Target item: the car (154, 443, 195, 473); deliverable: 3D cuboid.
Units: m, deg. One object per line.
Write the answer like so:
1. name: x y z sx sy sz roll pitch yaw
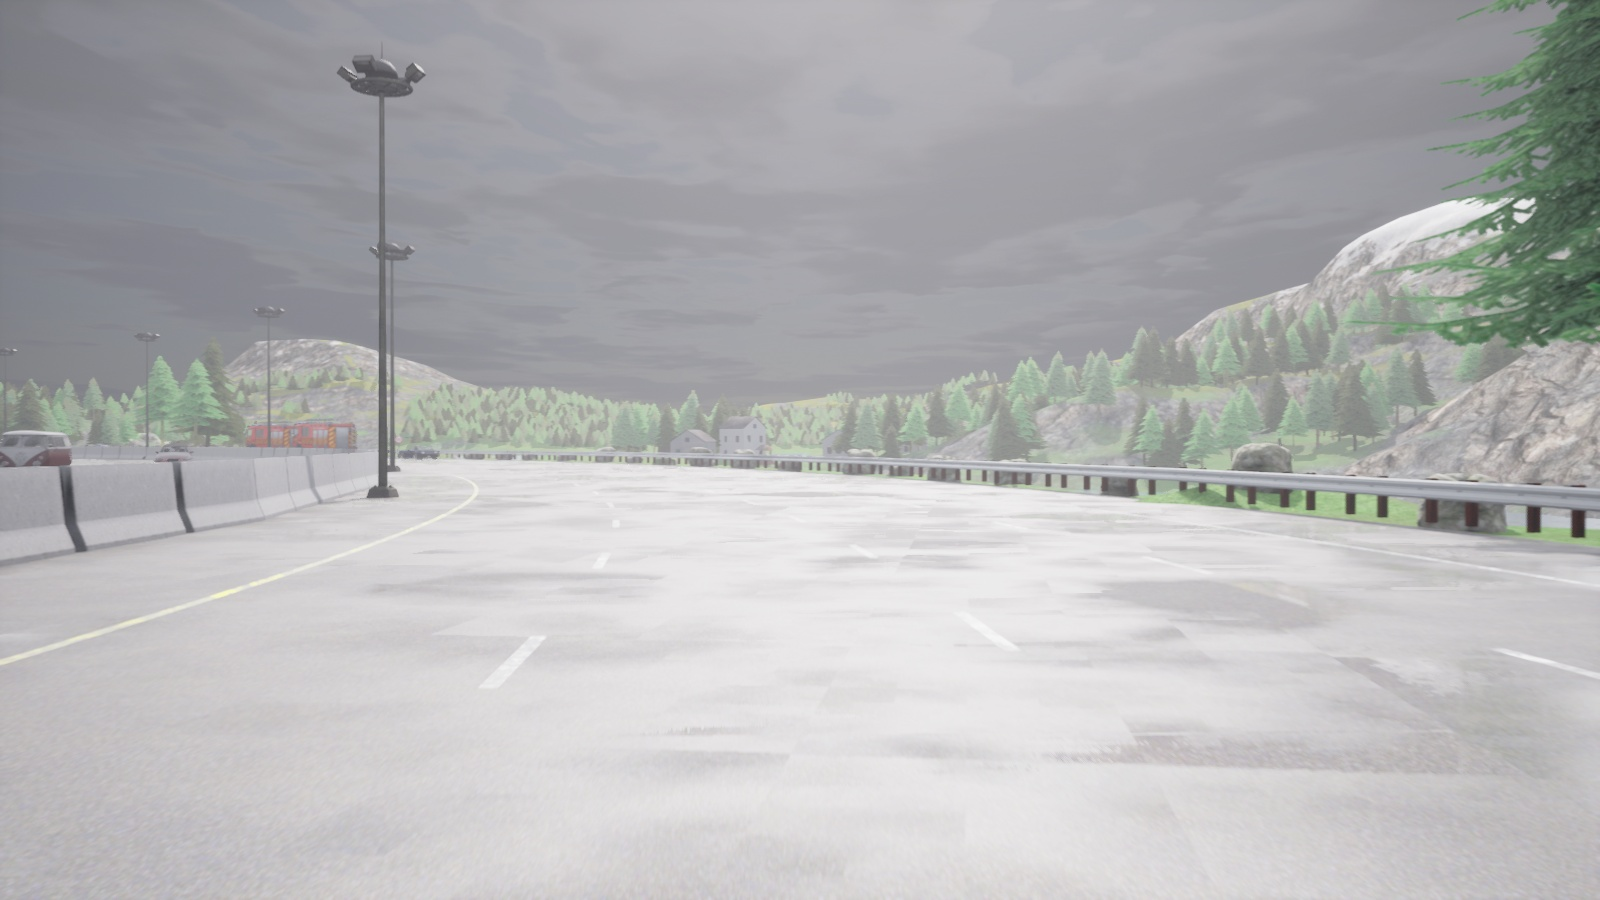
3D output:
1. car: -32.121 0.382 64.524 1.816 1.474 4.193 0 0 -25

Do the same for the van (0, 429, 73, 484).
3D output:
1. van: -28.934 0.219 47.397 1.775 1.987 4.442 0 0 -19
